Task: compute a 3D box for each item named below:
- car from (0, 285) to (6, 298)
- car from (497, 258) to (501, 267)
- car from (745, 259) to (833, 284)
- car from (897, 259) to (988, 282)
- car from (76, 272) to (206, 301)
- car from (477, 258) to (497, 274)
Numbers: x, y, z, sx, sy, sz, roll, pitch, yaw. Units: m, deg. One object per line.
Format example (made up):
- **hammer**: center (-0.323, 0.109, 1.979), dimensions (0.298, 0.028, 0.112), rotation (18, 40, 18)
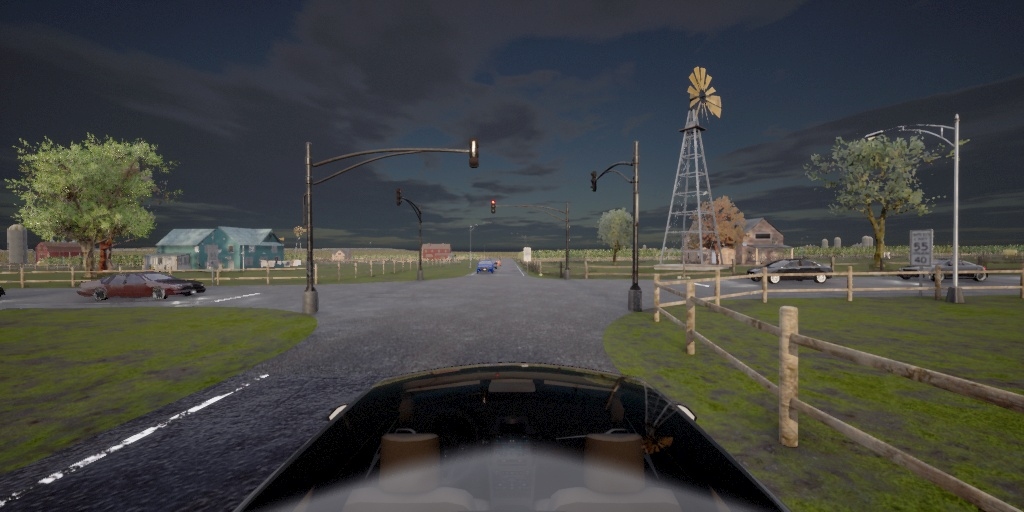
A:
- **car**: center (-30.088, 1.733, 19.085), dimensions (4.181, 1.385, 1.994), rotation (-1, 1, 0)
- **car**: center (-3.129, 1.293, 53.599), dimensions (2.033, 1.411, 5.357), rotation (0, 0, -1)
- **car**: center (17.686, 0.957, 23.003), dimensions (4.892, 1.490, 1.837), rotation (-1, 1, 0)
- **car**: center (27.545, 0.886, 23.045), dimensions (4.181, 1.385, 1.994), rotation (-1, 1, 0)
- **car**: center (-19.673, 1.574, 19.128), dimensions (5.357, 1.411, 2.033), rotation (-1, 1, 0)
- **car**: center (-3.047, 1.222, 42.003), dimensions (1.882, 1.535, 5.008), rotation (0, 0, -1)
